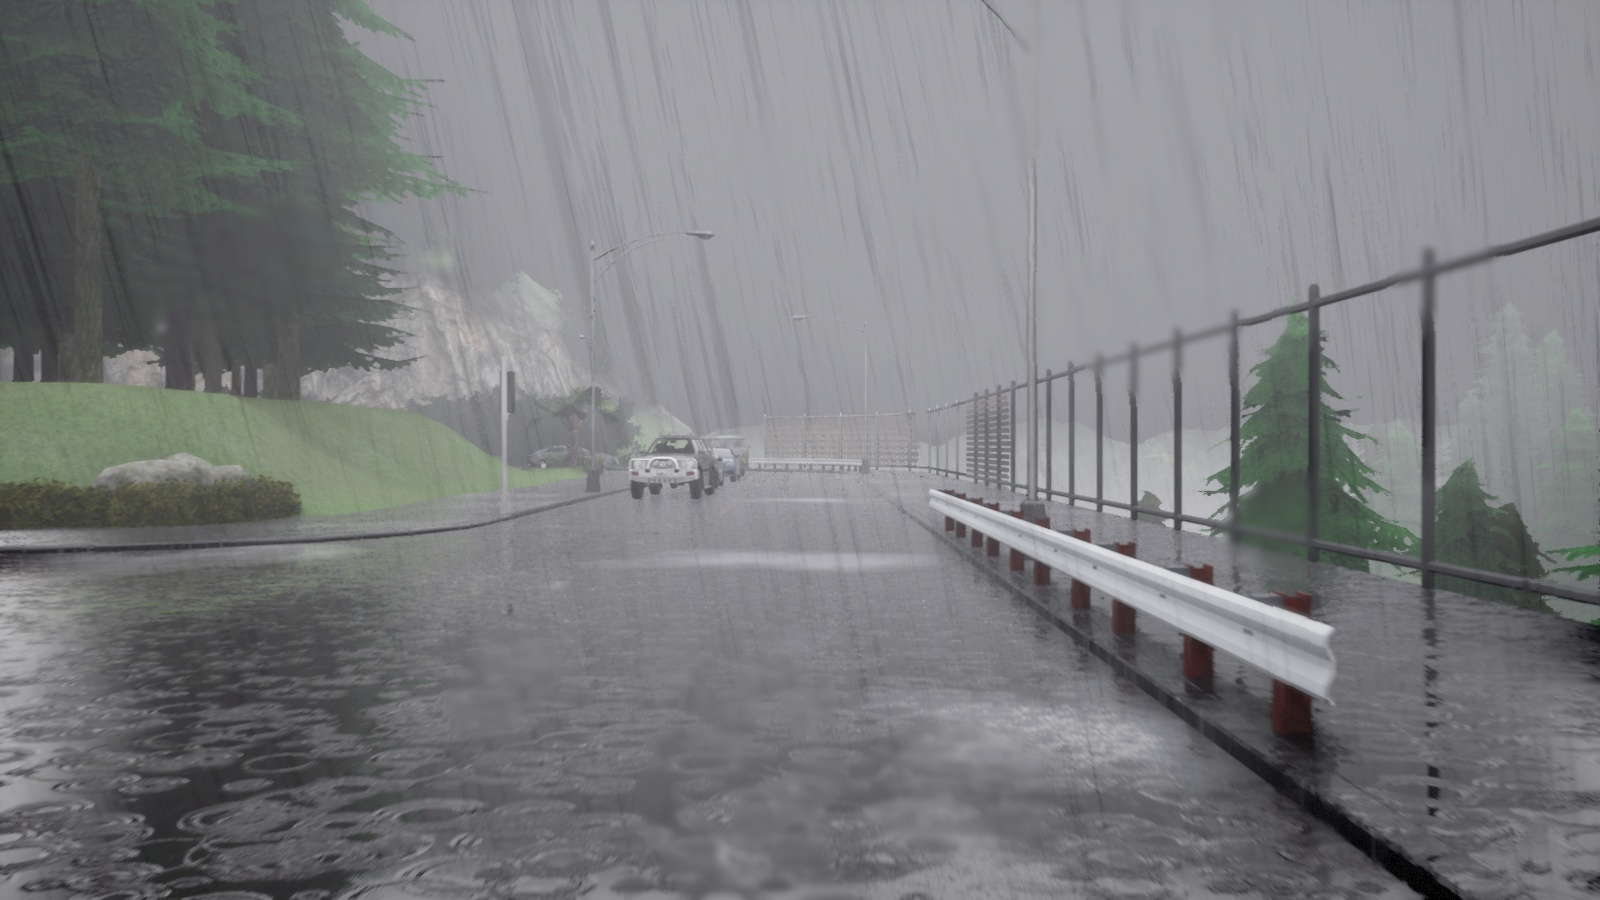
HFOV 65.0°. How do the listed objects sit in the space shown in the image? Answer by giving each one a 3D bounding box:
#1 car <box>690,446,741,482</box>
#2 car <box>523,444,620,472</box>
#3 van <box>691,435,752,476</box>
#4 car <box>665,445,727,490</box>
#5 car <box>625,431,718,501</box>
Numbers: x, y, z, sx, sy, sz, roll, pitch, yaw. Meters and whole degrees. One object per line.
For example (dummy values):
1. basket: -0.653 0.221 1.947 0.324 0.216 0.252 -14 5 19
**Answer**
1. car: -3.518 0.559 53.018 1.812 1.442 4.674 0 0 1
2. car: -12.429 0.420 68.617 4.902 1.511 2.128 0 0 1
3. van: -3.956 0.249 62.593 1.775 1.987 4.442 0 0 -21
4. car: -3.615 0.582 44.151 1.845 1.501 3.633 0 0 0
5. car: -3.589 0.418 35.915 1.932 1.855 4.605 0 0 3
